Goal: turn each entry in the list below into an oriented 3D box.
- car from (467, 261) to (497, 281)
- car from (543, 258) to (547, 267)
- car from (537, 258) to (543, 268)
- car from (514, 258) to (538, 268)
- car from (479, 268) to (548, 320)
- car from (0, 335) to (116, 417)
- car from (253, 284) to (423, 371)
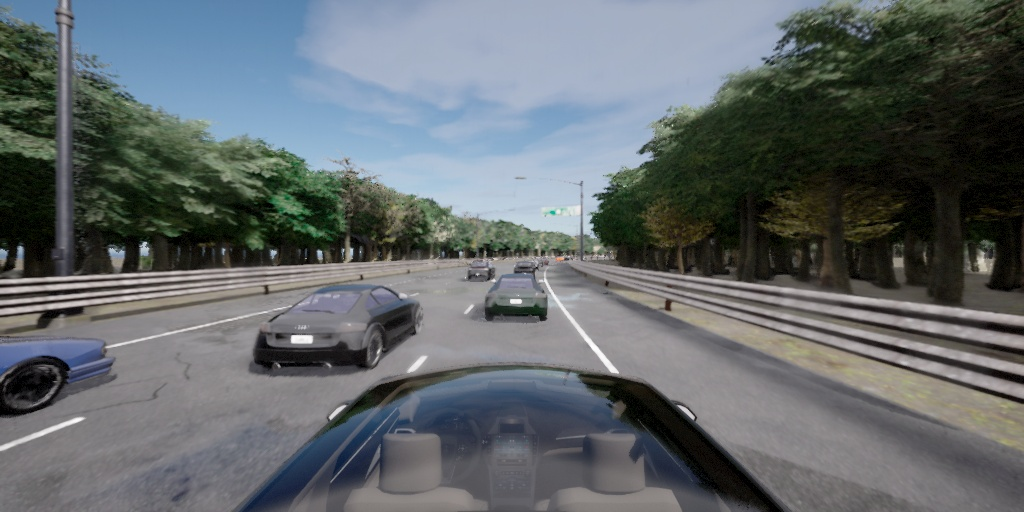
[{"bbox_3d":[-2.403,1.176,29.442,2.128,1.511,4.902,0,0,4],"label":"car"},{"bbox_3d":[4.282,1.097,59.629,2.128,1.511,4.902,0,0,8],"label":"car"},{"bbox_3d":[2.704,1.241,47.737,1.895,1.301,4.718,0,0,7],"label":"car"},{"bbox_3d":[1.171,1.191,31.693,1.837,1.490,4.892,0,0,4],"label":"car"},{"bbox_3d":[0.174,1.295,12.497,1.994,1.385,4.181,0,0,2],"label":"car"},{"bbox_3d":[-6.902,1.279,2.857,2.033,1.411,5.357,0,0,0],"label":"car"},{"bbox_3d":[-3.325,1.296,7.735,1.994,1.385,4.181,0,0,1],"label":"car"}]
